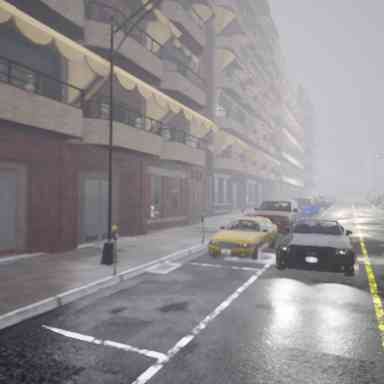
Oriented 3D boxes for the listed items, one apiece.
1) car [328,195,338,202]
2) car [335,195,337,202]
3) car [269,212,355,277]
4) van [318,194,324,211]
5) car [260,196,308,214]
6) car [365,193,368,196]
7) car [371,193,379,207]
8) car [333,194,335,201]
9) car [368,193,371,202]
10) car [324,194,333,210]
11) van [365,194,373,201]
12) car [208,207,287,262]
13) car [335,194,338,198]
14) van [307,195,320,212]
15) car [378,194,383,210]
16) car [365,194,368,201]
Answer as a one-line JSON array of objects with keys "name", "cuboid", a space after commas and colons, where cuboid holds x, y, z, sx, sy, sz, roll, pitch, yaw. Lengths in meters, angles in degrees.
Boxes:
[{"name": "car", "cuboid": [32.930, 1.513, 77.526, 1.887, 1.381, 4.507, 1, 0, 25]}, {"name": "car", "cuboid": [23.463, 1.510, 57.534, 1.947, 1.339, 4.313, 1, 1, 25]}, {"name": "car", "cuboid": [3.911, 1.544, 10.292, 1.994, 1.385, 4.181, 0, 0, 25]}, {"name": "van", "cuboid": [11.631, 1.295, 32.539, 1.690, 1.788, 3.998, 1, 1, 25]}, {"name": "car", "cuboid": [4.532, 1.294, 17.544, 2.192, 1.841, 5.009, 1, 1, 25]}, {"name": "car", "cuboid": [42.368, 1.253, 79.116, 2.192, 1.841, 5.009, 1, 0, 25]}, {"name": "car", "cuboid": [28.165, 1.217, 49.120, 2.192, 1.841, 5.009, 1, 0, 25]}, {"name": "car", "cuboid": [18.733, 1.259, 47.533, 2.192, 1.841, 5.009, 1, 1, 25]}, {"name": "car", "cuboid": [32.897, 1.347, 59.120, 1.967, 1.590, 4.097, 1, 0, 25]}, {"name": "car", "cuboid": [16.366, 1.261, 42.535, 2.192, 1.841, 5.009, 1, 1, 25]}, {"name": "van", "cuboid": [44.735, 1.292, 84.116, 1.690, 1.788, 3.998, 1, 0, 25]}, {"name": "car", "cuboid": [2.088, 1.516, 12.393, 1.752, 1.417, 4.829, 1, 1, 25]}, {"name": "car", "cuboid": [30.566, 1.274, 72.525, 2.192, 1.841, 5.009, 1, 0, 25]}, {"name": "van", "cuboid": [9.265, 1.300, 27.539, 1.690, 1.788, 3.998, 1, 1, 25]}, {"name": "car", "cuboid": [23.467, 1.345, 39.106, 1.967, 1.590, 4.097, 1, 0, 25]}, {"name": "car", "cuboid": [37.630, 1.500, 69.119, 1.802, 1.307, 4.206, 1, 0, 25]}]
